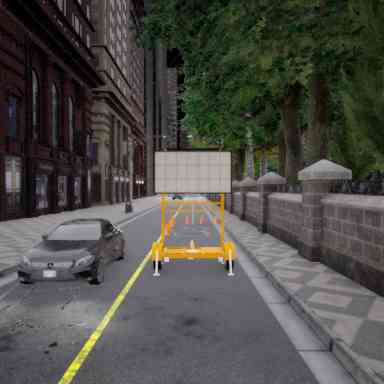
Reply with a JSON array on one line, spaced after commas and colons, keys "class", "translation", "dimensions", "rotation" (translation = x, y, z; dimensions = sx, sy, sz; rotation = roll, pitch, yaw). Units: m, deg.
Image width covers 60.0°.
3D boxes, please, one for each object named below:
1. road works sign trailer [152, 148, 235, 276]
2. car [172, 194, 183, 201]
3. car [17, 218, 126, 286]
[{"class": "road works sign trailer", "translation": [0.026, 0.453, 10.327], "dimensions": [2.380, 3.560, 2.880], "rotation": [0, 0, -1]}, {"class": "car", "translation": [-3.090, 0.862, 70.698], "dimensions": [2.150, 2.045, 5.566], "rotation": [0, 1, 0]}, {"class": "car", "translation": [-3.097, 1.515, 9.552], "dimensions": [1.812, 1.442, 4.674], "rotation": [0, 0, 0]}]
